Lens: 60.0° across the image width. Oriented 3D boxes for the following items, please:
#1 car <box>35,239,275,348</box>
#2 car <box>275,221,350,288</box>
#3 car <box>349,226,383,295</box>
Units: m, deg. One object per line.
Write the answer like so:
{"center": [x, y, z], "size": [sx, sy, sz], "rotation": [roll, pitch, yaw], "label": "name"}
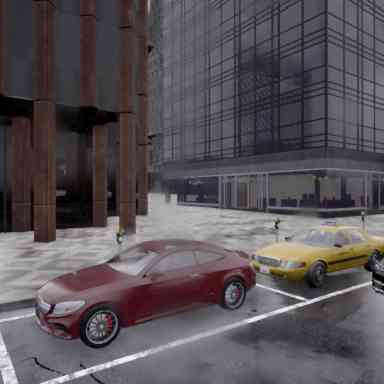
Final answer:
{"center": [-0.613, 1.582, 6.206], "size": [4.206, 1.307, 1.802], "rotation": [0, 0, -35], "label": "car"}
{"center": [3.681, 1.526, 9.259], "size": [4.829, 1.417, 1.752], "rotation": [0, 0, -35], "label": "car"}
{"center": [5.937, 1.491, 7.473], "size": [4.902, 1.511, 2.128], "rotation": [0, 0, -35], "label": "car"}
